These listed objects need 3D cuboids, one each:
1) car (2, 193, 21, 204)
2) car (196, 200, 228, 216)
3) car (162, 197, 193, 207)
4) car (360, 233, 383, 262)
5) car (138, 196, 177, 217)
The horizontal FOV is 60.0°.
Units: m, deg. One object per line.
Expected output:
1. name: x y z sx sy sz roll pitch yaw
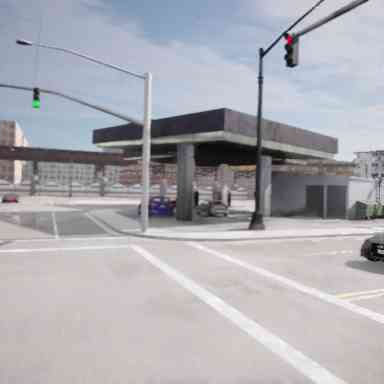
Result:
1. car: -25.239 0.873 46.515 1.994 1.385 4.181 1 0 -23
2. car: 1.822 1.469 31.450 1.970 1.475 3.806 1 0 -23
3. car: -2.058 1.496 49.239 1.895 1.301 4.718 2 0 40
4. car: 7.781 1.750 11.257 4.181 1.385 1.994 1 0 -24
5. car: -3.154 1.184 28.488 2.242 1.667 4.611 1 0 -23
